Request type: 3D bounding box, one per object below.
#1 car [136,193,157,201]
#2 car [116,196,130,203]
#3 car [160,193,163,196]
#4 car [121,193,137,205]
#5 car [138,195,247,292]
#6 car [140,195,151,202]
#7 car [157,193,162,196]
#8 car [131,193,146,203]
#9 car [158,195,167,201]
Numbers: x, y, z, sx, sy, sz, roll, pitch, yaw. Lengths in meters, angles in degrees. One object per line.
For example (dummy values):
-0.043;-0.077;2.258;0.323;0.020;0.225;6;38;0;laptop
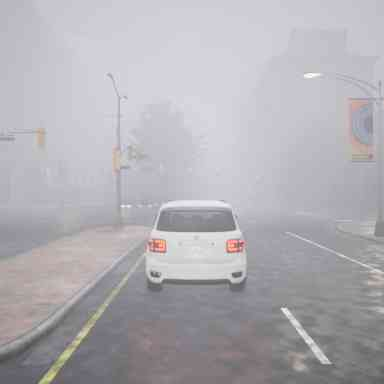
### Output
-7.845;1.352;57.989;2.097;1.767;4.553;0;0;0;car
-14.466;1.595;69.824;1.895;1.301;4.718;0;0;0;car
-7.690;1.225;76.490;2.150;2.045;5.566;0;0;0;car
-11.326;1.491;59.772;2.128;1.511;4.902;0;0;1;car
0.108;1.221;9.101;2.150;2.045;5.566;0;0;1;car
-11.175;1.525;80.129;2.128;1.511;4.902;0;0;0;car
-7.753;1.525;66.873;1.812;1.442;4.674;0;0;1;car
-11.218;1.225;69.691;2.150;2.045;5.566;0;0;0;car
-7.649;1.552;86.305;1.994;1.385;4.181;0;0;0;car
